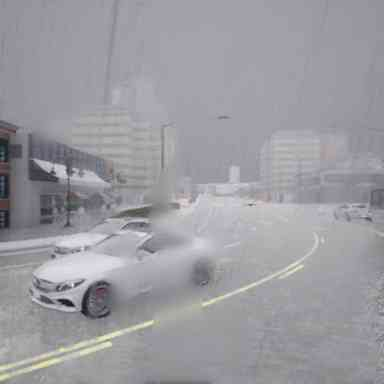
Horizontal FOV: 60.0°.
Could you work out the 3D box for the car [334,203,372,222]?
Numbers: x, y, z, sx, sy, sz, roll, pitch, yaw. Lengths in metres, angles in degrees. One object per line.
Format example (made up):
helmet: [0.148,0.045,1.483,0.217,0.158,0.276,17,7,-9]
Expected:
car: [13.566,1.694,28.173,1.812,1.442,4.674,0,-1,5]

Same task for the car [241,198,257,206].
car: [8.016,1.472,47.108,1.882,1.535,5.008,0,-1,4]

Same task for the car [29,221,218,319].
car: [-1.264,1.610,7.804,1.812,1.442,4.674,0,0,43]

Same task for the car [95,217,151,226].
car: [-2.565,1.655,11.752,1.812,1.442,4.674,0,0,37]
